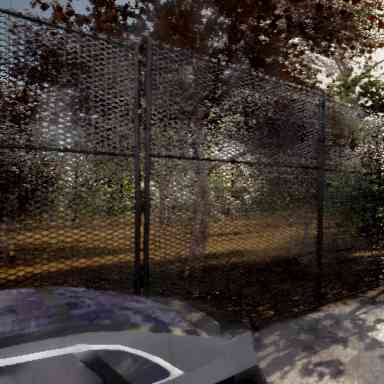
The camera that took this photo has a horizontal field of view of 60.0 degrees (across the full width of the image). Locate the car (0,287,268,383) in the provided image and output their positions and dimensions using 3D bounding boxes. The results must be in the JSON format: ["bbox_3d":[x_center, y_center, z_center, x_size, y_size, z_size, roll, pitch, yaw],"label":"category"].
[{"bbox_3d":[-1.689,1.491,1.868,4.902,1.511,2.128,0,0,-35],"label":"car"}]
